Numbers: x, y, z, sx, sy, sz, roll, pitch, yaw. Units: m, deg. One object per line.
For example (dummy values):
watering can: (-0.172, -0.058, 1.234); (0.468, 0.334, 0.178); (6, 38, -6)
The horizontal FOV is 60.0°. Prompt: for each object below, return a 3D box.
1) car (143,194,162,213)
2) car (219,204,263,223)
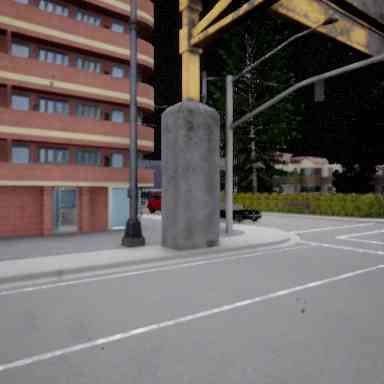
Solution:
car: (-2.483, 1.218, 34.011); (2.150, 2.045, 5.566); (0, 0, -35)
car: (3.224, 1.596, 25.929); (1.895, 1.301, 4.718); (0, 0, -35)
